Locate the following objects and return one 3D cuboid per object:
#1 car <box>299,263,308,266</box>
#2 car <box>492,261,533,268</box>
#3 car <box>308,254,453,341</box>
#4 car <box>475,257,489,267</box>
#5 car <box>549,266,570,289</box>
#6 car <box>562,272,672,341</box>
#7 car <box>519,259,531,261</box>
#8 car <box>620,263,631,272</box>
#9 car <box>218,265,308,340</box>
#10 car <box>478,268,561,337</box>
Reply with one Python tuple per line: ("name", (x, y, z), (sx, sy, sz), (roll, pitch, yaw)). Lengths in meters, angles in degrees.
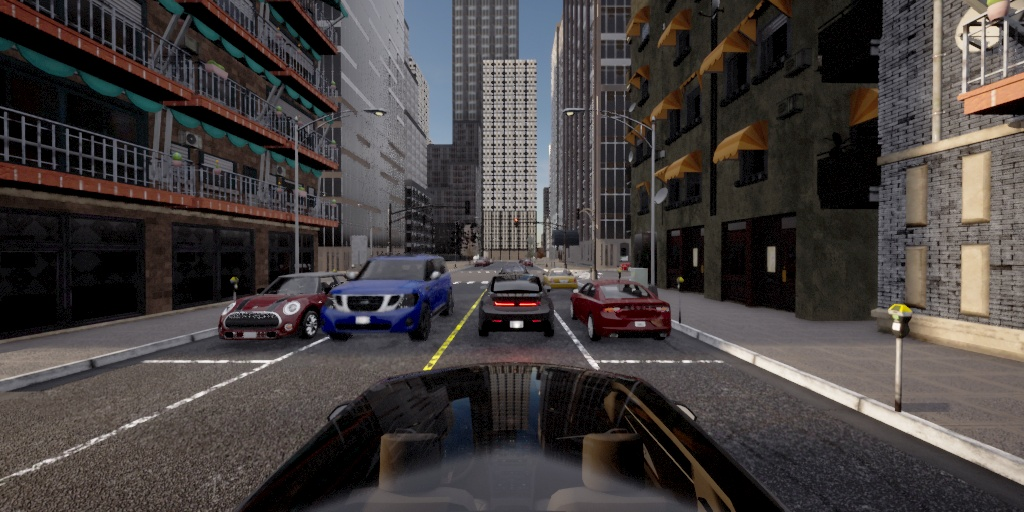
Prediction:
("car", (-23.799, 1.494, 39.642), (4.097, 1.591, 1.967), (0, 0, 0))
("car", (0.116, 1.239, 20.433), (2.128, 1.511, 4.902), (0, 0, 0))
("car", (-3.081, 0.969, 10.176), (2.150, 2.045, 5.566), (0, 0, 0))
("car", (-5.631, 1.291, 64.330), (1.888, 1.381, 4.507), (0, 0, 0))
("car", (2.707, 1.272, 20.965), (1.751, 1.417, 4.829), (0, 0, 0))
("car", (2.697, 1.294, 9.748), (1.888, 1.381, 4.507), (0, 0, 0))
("car", (2.749, 1.186, 64.321), (1.967, 1.591, 4.097), (0, 0, 0))
("car", (14.299, 1.005, 39.926), (4.507, 1.381, 1.888), (0, 0, 0))
("car", (-5.684, 1.188, 9.770), (1.967, 1.591, 4.097), (0, 0, 0))
("car", (0.108, 1.253, 10.299), (1.837, 1.490, 4.892), (0, 0, 0))
